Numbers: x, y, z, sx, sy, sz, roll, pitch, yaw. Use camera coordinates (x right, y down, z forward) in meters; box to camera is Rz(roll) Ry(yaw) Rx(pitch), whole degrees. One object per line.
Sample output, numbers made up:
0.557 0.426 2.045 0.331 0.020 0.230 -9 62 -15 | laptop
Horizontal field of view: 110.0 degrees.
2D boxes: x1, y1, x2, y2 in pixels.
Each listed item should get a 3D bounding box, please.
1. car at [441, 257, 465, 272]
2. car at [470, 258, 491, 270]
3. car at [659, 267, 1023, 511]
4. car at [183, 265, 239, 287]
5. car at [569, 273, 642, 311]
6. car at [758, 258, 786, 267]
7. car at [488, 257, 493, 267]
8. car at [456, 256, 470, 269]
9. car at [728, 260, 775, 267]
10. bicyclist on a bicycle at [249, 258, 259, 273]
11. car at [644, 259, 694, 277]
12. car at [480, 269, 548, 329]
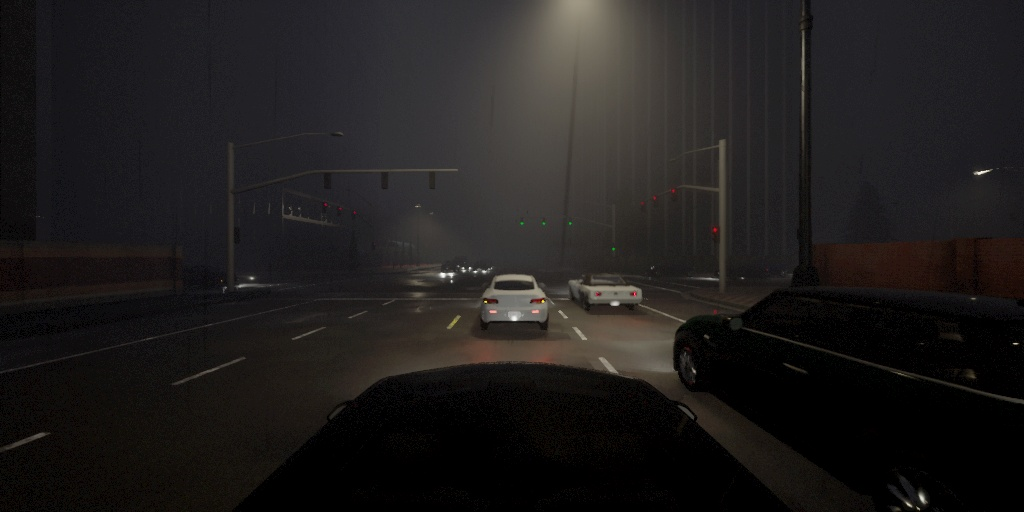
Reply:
-7.875 1.256 46.209 2.128 1.511 4.902 0 0 1 | car
-4.404 1.330 50.774 1.994 1.385 4.181 0 0 -1 | car
3.599 1.102 3.838 2.097 1.767 4.553 0 0 0 | car
-20.905 1.321 24.057 4.181 1.385 1.994 0 0 -1 | car
3.548 1.355 14.605 1.895 1.301 4.718 0 0 0 | car
24.243 1.113 35.176 4.553 1.767 2.097 0 0 0 | car
-4.525 1.295 59.390 1.812 1.442 4.674 0 0 -1 | car
-7.978 0.989 56.056 2.150 2.045 5.566 0 0 -1 | car
20.201 1.324 31.641 4.181 1.385 1.994 0 0 0 | car
-28.394 1.063 39.480 0.582 1.620 1.656 0 0 -1 | bicyclist on a bicycle
15.351 1.113 35.097 4.553 1.767 2.097 0 0 0 | car
0.059 1.279 11.080 1.812 1.442 4.674 0 0 0 | car
